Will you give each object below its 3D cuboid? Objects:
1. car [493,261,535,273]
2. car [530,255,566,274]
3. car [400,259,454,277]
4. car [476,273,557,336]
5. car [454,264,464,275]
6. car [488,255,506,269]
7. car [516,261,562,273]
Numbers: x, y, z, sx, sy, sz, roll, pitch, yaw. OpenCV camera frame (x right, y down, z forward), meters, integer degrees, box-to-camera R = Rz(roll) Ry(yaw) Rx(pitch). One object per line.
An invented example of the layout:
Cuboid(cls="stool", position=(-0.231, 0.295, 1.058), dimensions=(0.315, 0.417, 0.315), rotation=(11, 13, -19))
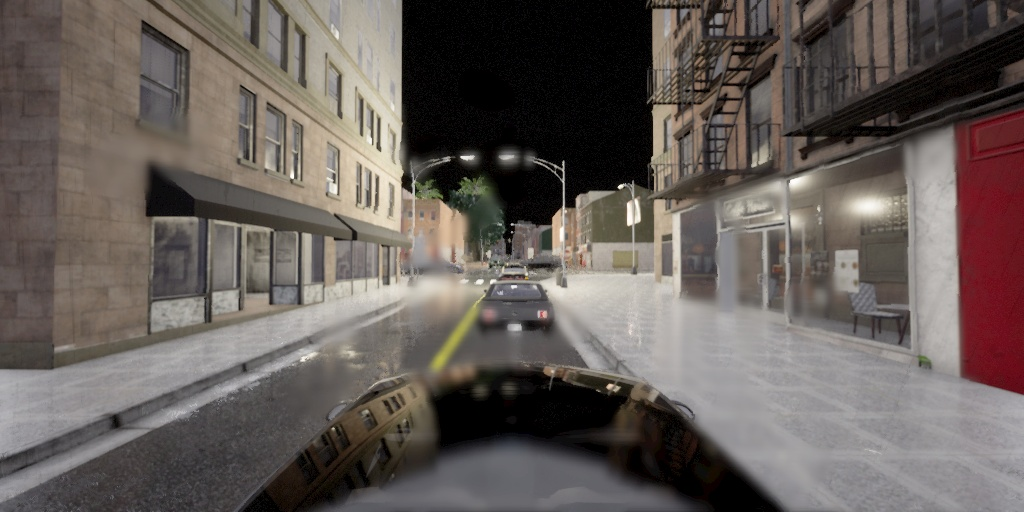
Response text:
Cuboid(cls="car", position=(0.134, 1.259, 19.957), dimensions=(1.837, 1.490, 4.892), rotation=(0, 0, 1))
Cuboid(cls="car", position=(3.284, 0.940, 39.975), dimensions=(5.566, 2.045, 2.150), rotation=(-1, -1, 0))
Cuboid(cls="car", position=(-8.181, 1.155, 32.590), dimensions=(4.902, 1.511, 2.128), rotation=(-1, -1, 8))
Cuboid(cls="car", position=(0.107, 1.355, 10.378), dimensions=(1.895, 1.301, 4.718), rotation=(0, 0, 0))
Cuboid(cls="car", position=(-7.185, 1.093, 36.436), dimensions=(4.553, 1.767, 2.097), rotation=(0, -1, 0))
Cuboid(cls="car", position=(-2.496, 0.931, 56.906), dimensions=(2.150, 2.045, 5.566), rotation=(0, 0, 0))
Cuboid(cls="car", position=(3.137, 1.309, 43.209), dimensions=(5.357, 1.411, 2.033), rotation=(1, 0, 0))
